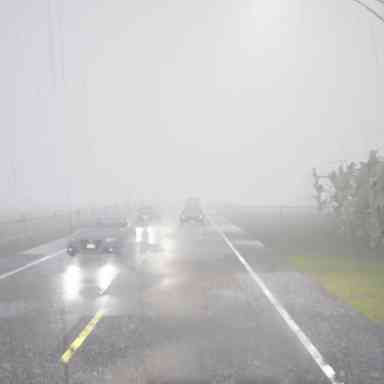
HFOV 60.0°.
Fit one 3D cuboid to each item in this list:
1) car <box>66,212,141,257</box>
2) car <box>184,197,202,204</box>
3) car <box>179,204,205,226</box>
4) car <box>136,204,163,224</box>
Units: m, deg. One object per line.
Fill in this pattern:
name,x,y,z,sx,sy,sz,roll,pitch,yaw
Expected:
car,-3.505,1.711,13.521,1.994,1.385,4.181,0,-1,0
car,0.086,1.659,43.485,2.150,2.045,5.566,0,0,0
car,0.022,1.872,26.032,1.895,1.301,4.718,0,-1,0
car,-3.500,1.781,27.800,2.128,1.511,4.902,0,-1,0
